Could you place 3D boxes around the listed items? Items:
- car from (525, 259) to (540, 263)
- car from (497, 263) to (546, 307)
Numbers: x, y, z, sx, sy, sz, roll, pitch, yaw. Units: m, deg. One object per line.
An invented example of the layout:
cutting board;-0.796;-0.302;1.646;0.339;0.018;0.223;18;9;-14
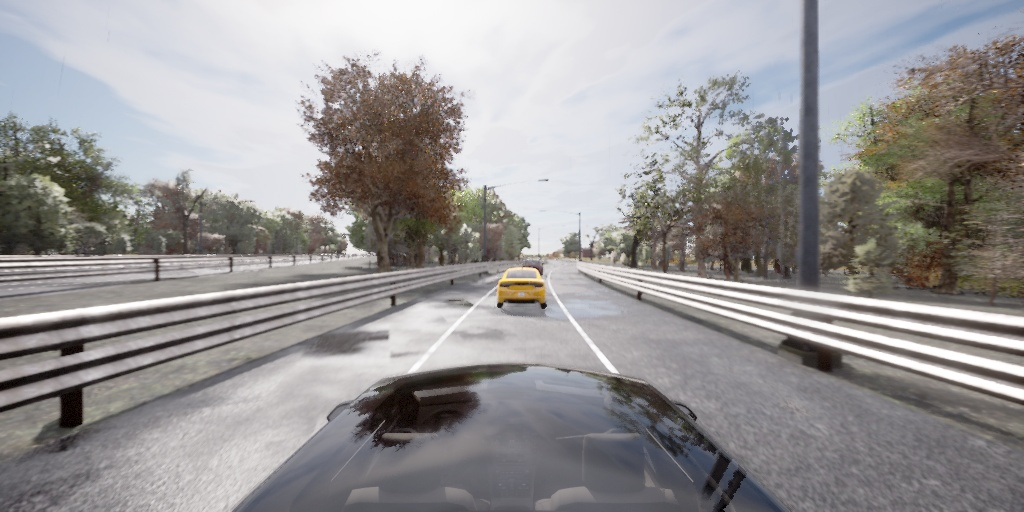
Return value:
car;2.237;1.175;37.668;2.097;1.767;4.553;0;0;7
car;0.449;1.251;15.567;1.882;1.535;5.008;0;0;3
